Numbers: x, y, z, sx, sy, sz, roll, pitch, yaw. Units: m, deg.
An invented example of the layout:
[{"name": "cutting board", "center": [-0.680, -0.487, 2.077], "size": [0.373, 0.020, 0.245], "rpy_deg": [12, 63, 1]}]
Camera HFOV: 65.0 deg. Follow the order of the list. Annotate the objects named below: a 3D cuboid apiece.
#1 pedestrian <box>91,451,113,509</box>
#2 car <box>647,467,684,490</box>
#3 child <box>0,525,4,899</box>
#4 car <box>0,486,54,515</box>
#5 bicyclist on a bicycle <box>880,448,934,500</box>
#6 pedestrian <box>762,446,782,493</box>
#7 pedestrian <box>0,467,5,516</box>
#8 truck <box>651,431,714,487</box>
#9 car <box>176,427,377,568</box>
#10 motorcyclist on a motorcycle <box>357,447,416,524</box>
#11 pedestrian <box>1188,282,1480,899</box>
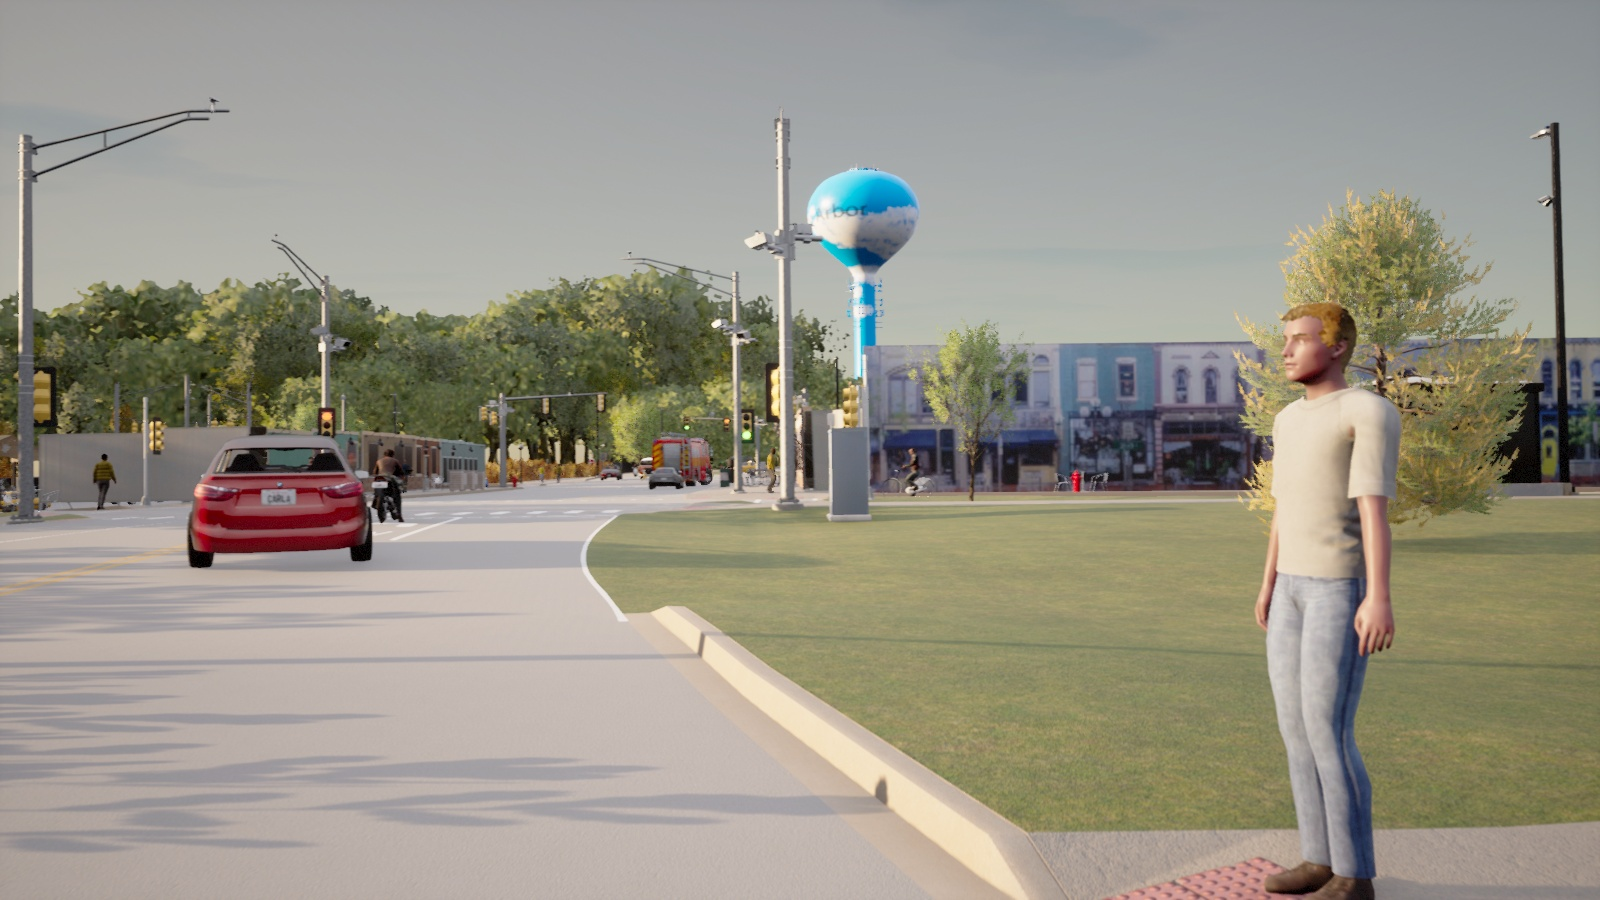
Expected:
[{"name": "pedestrian", "center": [-22.421, 0.962, 40.324], "size": [0.431, 1.840, 0.709], "rpy_deg": [0, -1, -12]}, {"name": "car", "center": [-8.423, 1.755, 78.675], "size": [1.994, 1.385, 4.181], "rpy_deg": [-1, -1, -2]}, {"name": "child", "center": [-2.145, 0.815, 2.931], "size": [0.437, 1.263, 0.270], "rpy_deg": [0, -1, -21]}, {"name": "car", "center": [-48.581, 3.100, 77.378], "size": [1.801, 1.575, 5.366], "rpy_deg": [0, 0, 4]}, {"name": "bicyclist on a bicycle", "center": [3.699, 0.827, 43.691], "size": [1.843, 1.776, 0.659], "rpy_deg": [0, -1, 3]}, {"name": "pedestrian", "center": [-1.098, 0.782, 49.628], "size": [0.726, 1.835, 0.370], "rpy_deg": [0, -1, -9]}, {"name": "pedestrian", "center": [-30.817, 1.592, 47.933], "size": [0.703, 1.840, 0.431], "rpy_deg": [0, -1, -11]}, {"name": "truck", "center": [-8.503, 0.707, 91.834], "size": [2.891, 3.827, 8.468], "rpy_deg": [-1, -1, 6]}, {"name": "car", "center": [-7.137, 0.553, 17.396], "size": [2.242, 1.667, 4.611], "rpy_deg": [-1, 0, -21]}, {"name": "motorcyclist on a motorcycle", "center": [-8.580, 0.724, 26.121], "size": [0.797, 1.523, 2.044], "rpy_deg": [-1, -1, -8]}, {"name": "pedestrian", "center": [1.616, 0.438, 3.831], "size": [0.706, 1.836, 0.354], "rpy_deg": [0, -1, -12]}]
